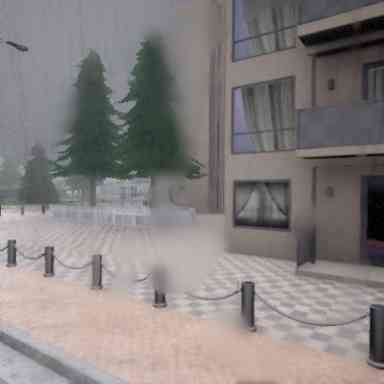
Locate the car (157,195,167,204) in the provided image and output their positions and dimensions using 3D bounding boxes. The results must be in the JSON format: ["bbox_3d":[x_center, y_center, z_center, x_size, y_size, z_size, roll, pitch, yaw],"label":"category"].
[{"bbox_3d":[-3.925,1.130,54.224,1.812,1.442,4.674,1,0,36],"label":"car"}]
